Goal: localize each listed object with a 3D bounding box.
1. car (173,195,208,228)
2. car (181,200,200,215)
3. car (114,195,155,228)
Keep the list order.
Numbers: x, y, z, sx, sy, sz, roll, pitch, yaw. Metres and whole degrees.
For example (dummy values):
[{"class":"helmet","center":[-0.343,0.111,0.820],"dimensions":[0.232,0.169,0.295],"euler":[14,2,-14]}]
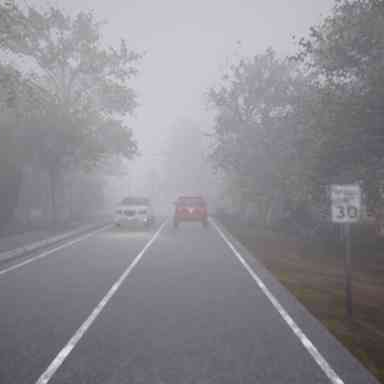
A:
[{"class":"car","center":[-0.090,1.250,22.738],"dimensions":[2.150,2.045,5.566],"euler":[0,0,-1]},{"class":"car","center":[-0.167,1.896,40.448],"dimensions":[2.097,1.767,4.553],"euler":[0,-3,0]},{"class":"car","center":[-3.795,1.252,22.909],"dimensions":[2.150,2.045,5.566],"euler":[0,0,0]}]
